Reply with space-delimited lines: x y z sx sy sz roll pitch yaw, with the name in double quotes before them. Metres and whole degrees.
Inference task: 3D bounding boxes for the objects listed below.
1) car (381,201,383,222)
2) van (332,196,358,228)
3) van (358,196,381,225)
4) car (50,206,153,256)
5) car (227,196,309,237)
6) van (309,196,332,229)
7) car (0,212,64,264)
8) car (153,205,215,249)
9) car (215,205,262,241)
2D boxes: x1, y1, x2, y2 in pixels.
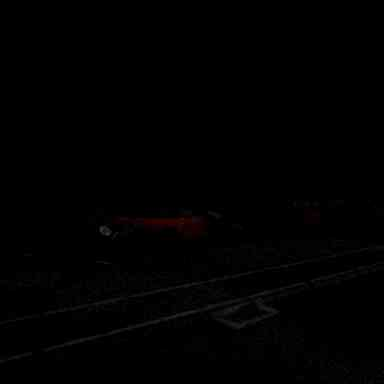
"car" 13.002 1.480 25.230 5.366 1.575 1.946 -1 -1 34
"van" 8.112 1.262 21.792 4.442 1.987 1.878 -1 -1 34
"van" 10.528 1.261 23.534 4.442 1.987 1.878 -1 -1 34
"car" -4.089 1.375 13.180 4.553 1.767 2.185 -1 -1 34
"car" 3.158 1.243 18.390 5.566 2.045 2.435 -1 0 34
"van" 5.697 1.265 20.050 4.442 1.987 1.878 -1 -1 34
"car" -6.792 1.531 11.168 4.792 1.488 2.163 -1 -1 34
"car" -1.624 1.372 14.876 4.553 1.767 2.185 -1 0 34
"car" 0.770 1.536 16.637 4.674 1.452 2.002 -1 -1 34
